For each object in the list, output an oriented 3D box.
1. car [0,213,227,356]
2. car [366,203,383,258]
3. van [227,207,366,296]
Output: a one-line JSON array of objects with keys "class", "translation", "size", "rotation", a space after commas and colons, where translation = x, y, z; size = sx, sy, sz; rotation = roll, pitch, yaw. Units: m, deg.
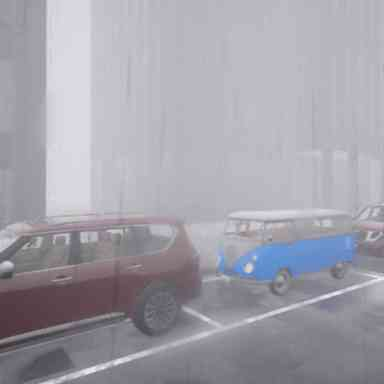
[{"class": "car", "translation": [-2.121, 1.315, 5.133], "size": [5.009, 1.841, 2.192], "rotation": [0, 0, -36]}, {"class": "car", "translation": [7.012, 1.318, 11.650], "size": [5.009, 1.841, 2.192], "rotation": [0, 0, -36]}, {"class": "van", "translation": [2.445, 1.342, 8.391], "size": [3.998, 1.788, 1.690], "rotation": [0, 0, -36]}]
